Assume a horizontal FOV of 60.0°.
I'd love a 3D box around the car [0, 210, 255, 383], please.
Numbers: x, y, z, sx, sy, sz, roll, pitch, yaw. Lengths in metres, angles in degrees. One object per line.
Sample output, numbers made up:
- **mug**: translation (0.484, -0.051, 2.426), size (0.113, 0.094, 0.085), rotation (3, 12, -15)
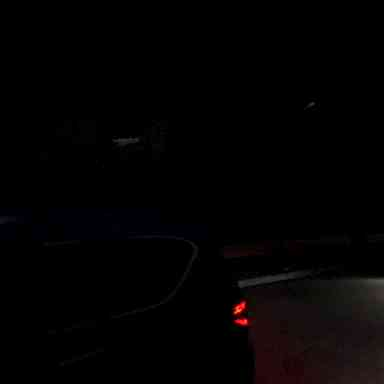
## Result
- **car**: translation (-2.074, 1.213, 2.241), size (5.566, 2.045, 2.150), rotation (0, 0, -34)
